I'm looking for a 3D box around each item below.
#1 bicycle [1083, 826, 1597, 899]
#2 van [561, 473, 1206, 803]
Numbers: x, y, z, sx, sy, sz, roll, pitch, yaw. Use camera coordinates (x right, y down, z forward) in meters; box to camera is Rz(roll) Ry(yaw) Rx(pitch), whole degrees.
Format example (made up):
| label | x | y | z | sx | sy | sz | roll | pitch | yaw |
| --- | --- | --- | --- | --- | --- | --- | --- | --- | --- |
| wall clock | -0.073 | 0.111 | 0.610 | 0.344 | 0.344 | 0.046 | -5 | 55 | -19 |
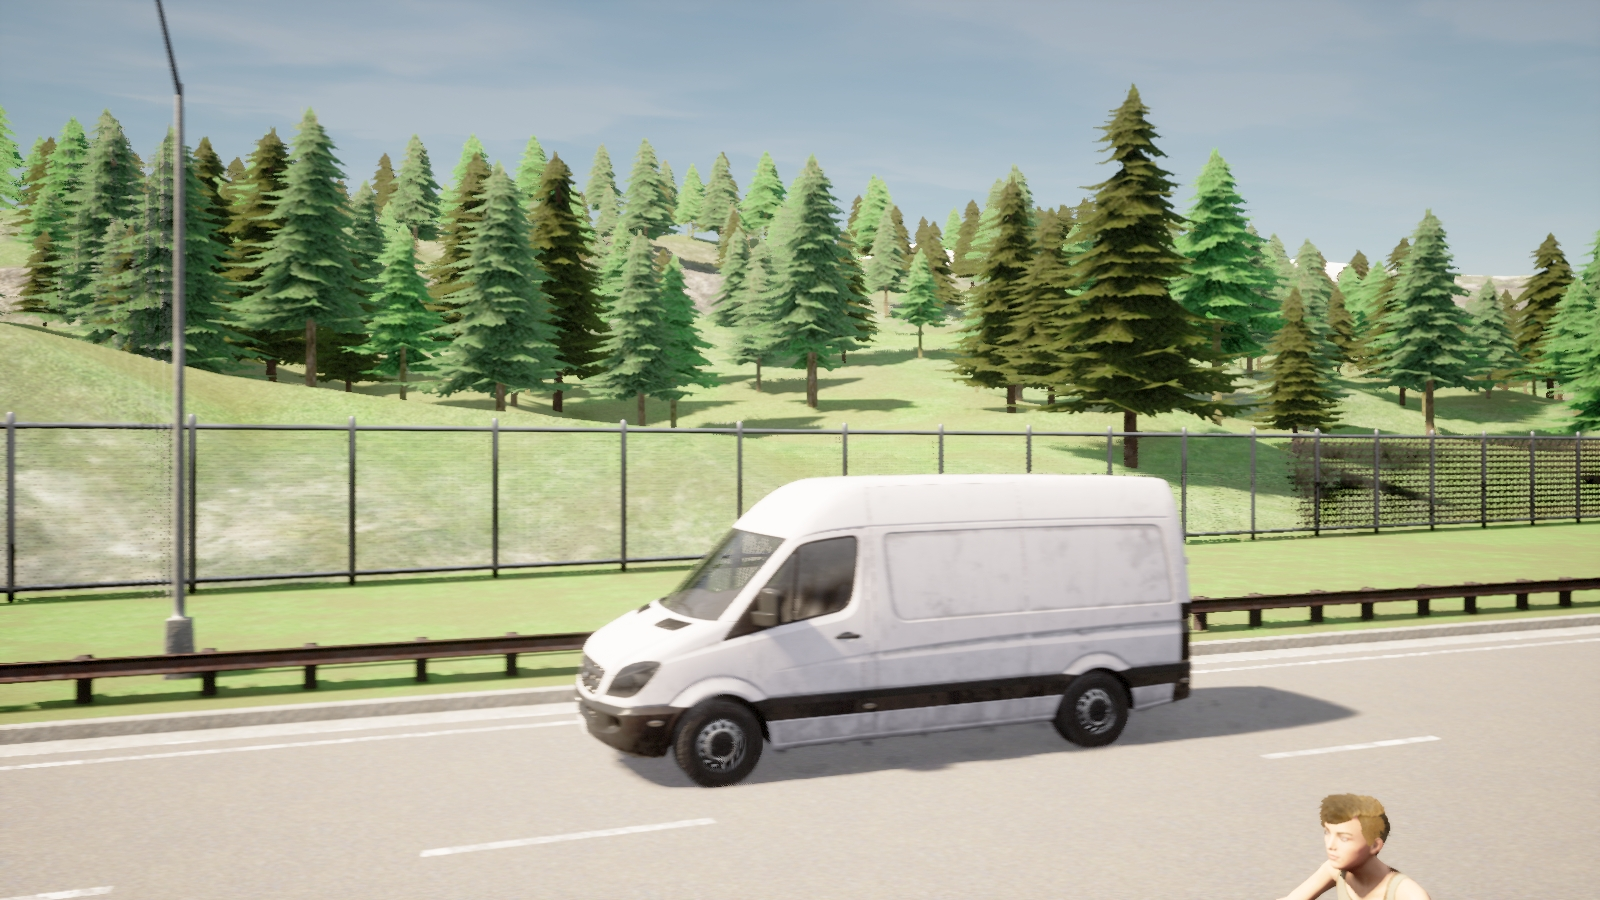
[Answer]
| label | x | y | z | sx | sy | sz | roll | pitch | yaw |
| --- | --- | --- | --- | --- | --- | --- | --- | --- | --- |
| bicycle | 1.866 | 2.158 | 3.964 | 1.487 | 1.277 | 0.859 | 0 | 0 | -20 |
| van | 0.828 | 1.535 | 11.045 | 5.915 | 2.561 | 1.988 | 0 | 0 | -20 |
